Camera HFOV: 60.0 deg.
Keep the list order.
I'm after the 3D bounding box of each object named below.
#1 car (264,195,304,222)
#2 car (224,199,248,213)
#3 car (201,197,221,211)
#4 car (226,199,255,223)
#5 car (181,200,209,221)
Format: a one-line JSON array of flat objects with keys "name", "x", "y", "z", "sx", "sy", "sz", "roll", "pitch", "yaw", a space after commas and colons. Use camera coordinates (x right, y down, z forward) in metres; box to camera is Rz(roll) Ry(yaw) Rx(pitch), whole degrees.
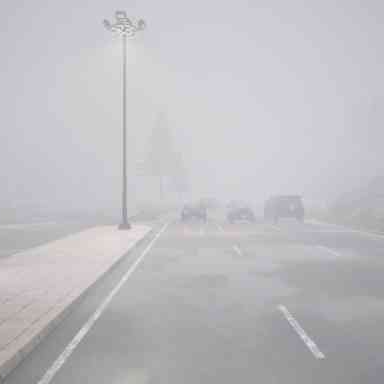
[{"name": "car", "x": 7.200, "y": 1.222, "z": 26.455, "sx": 2.150, "sy": 2.045, "sz": 5.566, "roll": 0, "pitch": 0, "yaw": 2}, {"name": "car", "x": 5.131, "y": 1.548, "z": 38.038, "sx": 2.033, "sy": 1.411, "sz": 5.357, "roll": 0, "pitch": 0, "yaw": 15}, {"name": "car", "x": 2.114, "y": 1.352, "z": 40.024, "sx": 2.097, "sy": 1.767, "sz": 4.553, "roll": 0, "pitch": 0, "yaw": 14}, {"name": "car", "x": 3.684, "y": 1.525, "z": 25.724, "sx": 1.812, "sy": 1.442, "sz": 4.674, "roll": 0, "pitch": 0, "yaw": 2}, {"name": "car", "x": 0.207, "y": 1.601, "z": 26.918, "sx": 1.895, "sy": 1.301, "sz": 4.718, "roll": 0, "pitch": 0, "yaw": 2}]
